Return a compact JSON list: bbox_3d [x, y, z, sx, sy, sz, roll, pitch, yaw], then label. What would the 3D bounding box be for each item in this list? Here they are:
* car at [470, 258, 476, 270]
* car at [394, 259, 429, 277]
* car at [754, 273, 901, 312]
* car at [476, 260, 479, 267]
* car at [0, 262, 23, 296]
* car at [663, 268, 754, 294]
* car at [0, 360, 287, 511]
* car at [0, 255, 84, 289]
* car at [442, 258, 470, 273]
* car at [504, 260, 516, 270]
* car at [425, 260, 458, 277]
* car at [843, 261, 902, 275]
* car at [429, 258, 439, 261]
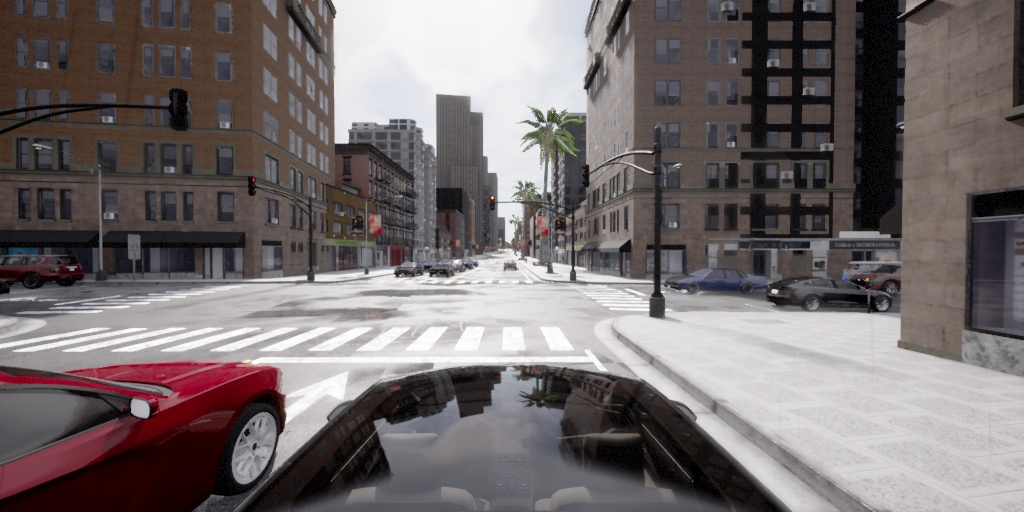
[{"bbox_3d":[-6.974,1.078,53.758,2.097,1.767,4.553,0,0,-1],"label":"car"},{"bbox_3d":[-10.098,1.286,35.666,2.033,1.411,5.357,0,0,-1],"label":"car"},{"bbox_3d":[12.864,1.512,14.727,4.313,1.339,1.948,0,0,0],"label":"car"},{"bbox_3d":[-7.010,1.311,63.632,1.895,1.301,4.718,0,0,0],"label":"car"},{"bbox_3d":[-24.033,1.125,14.592,4.892,1.490,1.837,1,1,-9],"label":"car"},{"bbox_3d":[11.707,1.398,20.673,5.357,1.411,2.033,0,1,0],"label":"car"},{"bbox_3d":[-3.144,1.228,1.490,1.882,1.535,5.008,0,0,1],"label":"car"},{"bbox_3d":[-27.278,0.834,19.926,5.009,1.841,2.192,0,0,-9],"label":"car"},{"bbox_3d":[-6.911,1.226,44.538,2.128,1.511,4.902,0,0,0],"label":"car"},{"bbox_3d":[-0.277,1.273,53.396,2.033,1.411,5.357,0,0,0],"label":"car"},{"bbox_3d":[-6.845,1.340,35.340,1.895,1.301,4.718,0,0,0],"label":"car"},{"bbox_3d":[22.219,1.288,20.687,4.553,1.767,2.097,1,1,0],"label":"car"},{"bbox_3d":[-10.168,1.086,45.197,2.097,1.767,4.553,0,0,0],"label":"car"}]
